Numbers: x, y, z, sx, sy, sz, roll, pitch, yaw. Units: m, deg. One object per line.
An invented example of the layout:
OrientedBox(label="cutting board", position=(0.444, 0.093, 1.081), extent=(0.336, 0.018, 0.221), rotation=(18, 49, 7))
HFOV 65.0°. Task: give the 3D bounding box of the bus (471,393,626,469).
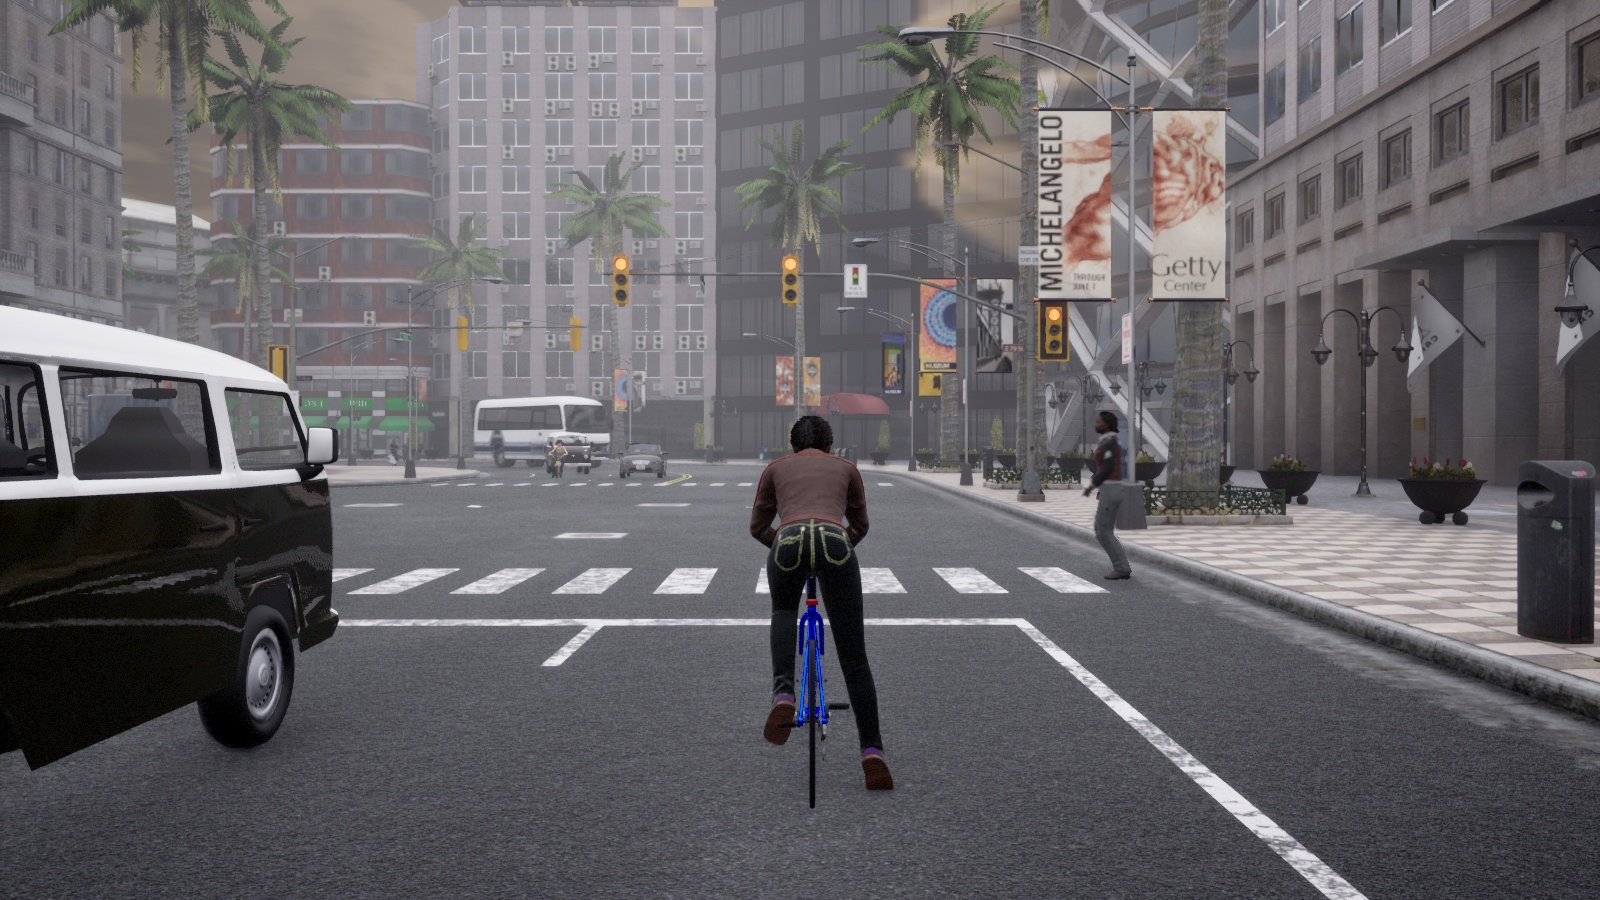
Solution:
OrientedBox(label="bus", position=(-15.223, -1.068, 75.382), extent=(10.273, 4.253, 3.944), rotation=(0, 0, 44))

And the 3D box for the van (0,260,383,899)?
OrientedBox(label="van", position=(-3.447, 0.439, 5.000), extent=(2.069, 2.038, 4.480), rotation=(0, 0, 0))

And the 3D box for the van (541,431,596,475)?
OrientedBox(label="van", position=(-11.255, 0.112, 60.854), extent=(2.069, 2.038, 4.480), rotation=(0, 1, -17))

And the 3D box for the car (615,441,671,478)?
OrientedBox(label="car", position=(-6.750, 0.391, 54.298), extent=(2.128, 1.511, 4.902), rotation=(0, 0, -4))

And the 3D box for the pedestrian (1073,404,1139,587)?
OrientedBox(label="pedestrian", position=(3.302, 0.474, 13.537), extent=(0.666, 1.930, 0.402), rotation=(0, 0, 18))

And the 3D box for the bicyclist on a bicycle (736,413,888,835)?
OrientedBox(label="bicyclist on a bicycle", position=(0.052, 0.667, 5.656), extent=(0.582, 1.620, 1.656), rotation=(0, 0, 0))
